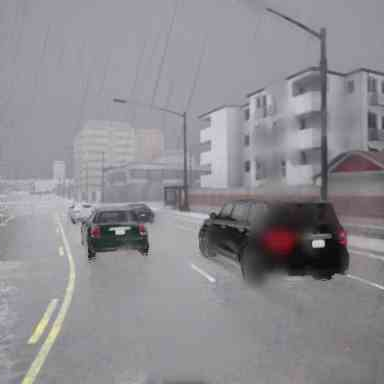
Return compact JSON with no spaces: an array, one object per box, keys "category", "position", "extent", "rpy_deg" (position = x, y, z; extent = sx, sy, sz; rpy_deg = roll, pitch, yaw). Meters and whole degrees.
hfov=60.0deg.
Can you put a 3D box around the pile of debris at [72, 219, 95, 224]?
[{"category":"pile of debris","position":[-8.199,2.193,25.077],"extent":[1.500,0.140,1.860],"rpy_deg":[-1,0,-23]}]

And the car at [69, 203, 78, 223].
[{"category":"car","position":[-8.513,1.545,25.911],"extent":[1.812,1.442,4.674],"rpy_deg":[-1,0,-23]}]

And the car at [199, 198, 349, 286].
[{"category":"car","position":[1.924,1.181,9.600],"extent":[2.150,2.045,5.566],"rpy_deg":[0,0,-16]}]

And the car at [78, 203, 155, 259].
[{"category":"car","position":[-3.160,1.354,13.083],"extent":[2.097,1.767,4.553],"rpy_deg":[-1,0,-21]}]
